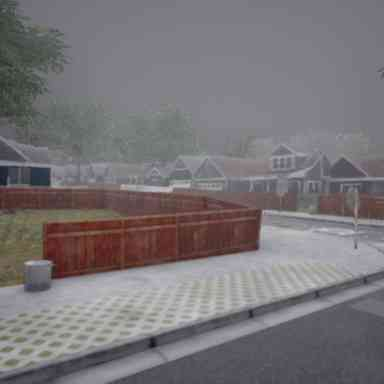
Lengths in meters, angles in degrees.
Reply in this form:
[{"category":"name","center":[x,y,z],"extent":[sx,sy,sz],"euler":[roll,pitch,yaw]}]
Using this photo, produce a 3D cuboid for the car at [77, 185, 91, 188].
[{"category":"car","center":[-15.775,-0.266,48.952],"extent":[1.882,1.535,5.008],"euler":[1,2,-35]}]
